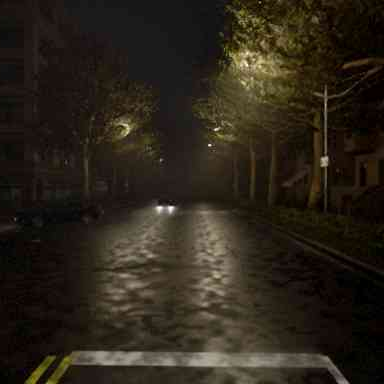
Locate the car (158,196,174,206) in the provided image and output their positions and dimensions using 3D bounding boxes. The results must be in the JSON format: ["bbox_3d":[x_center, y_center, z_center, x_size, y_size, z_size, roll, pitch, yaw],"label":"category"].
[{"bbox_3d":[-3.479,1.146,45.034,1.895,1.301,4.718,0,1,0],"label":"car"}]

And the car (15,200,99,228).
[{"bbox_3d":[-8.201,1.297,20.536,4.892,1.490,1.837,0,2,-40],"label":"car"}]

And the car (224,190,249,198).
[{"bbox_3d":[10.132,0.456,76.238,5.566,2.045,2.150,0,1,0],"label":"car"}]
